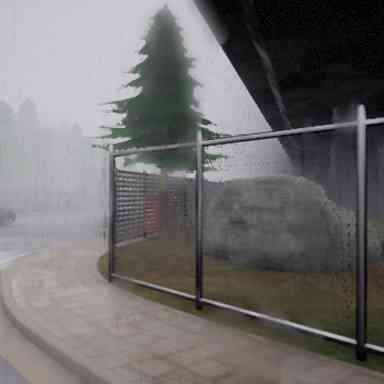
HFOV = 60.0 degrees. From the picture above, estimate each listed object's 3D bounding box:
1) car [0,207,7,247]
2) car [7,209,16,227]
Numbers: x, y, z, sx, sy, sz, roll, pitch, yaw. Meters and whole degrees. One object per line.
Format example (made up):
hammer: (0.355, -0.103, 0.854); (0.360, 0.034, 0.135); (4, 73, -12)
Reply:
car: (-7.541, 1.376, 10.010); (2.097, 1.767, 4.553); (1, 0, -14)
car: (-13.157, 1.547, 20.289); (2.128, 1.511, 4.902); (0, 0, 17)
